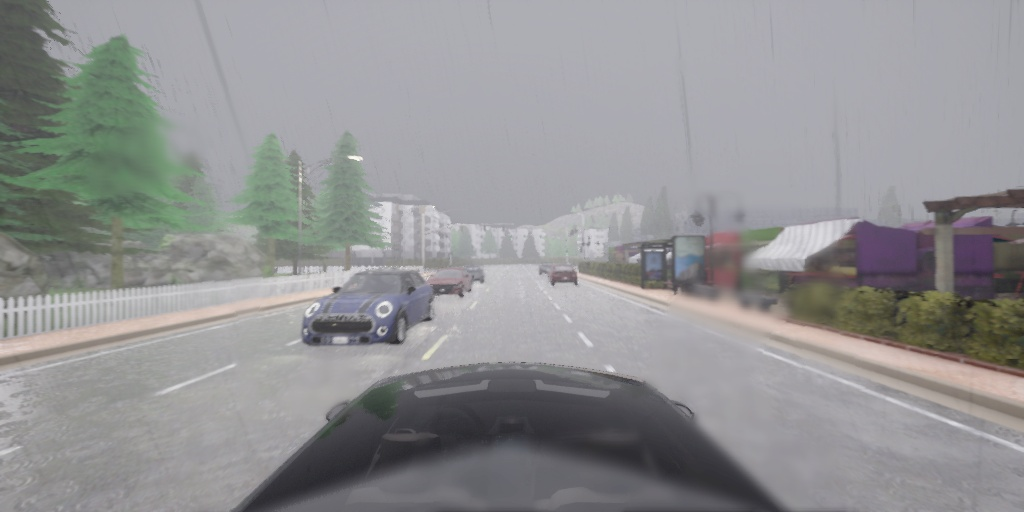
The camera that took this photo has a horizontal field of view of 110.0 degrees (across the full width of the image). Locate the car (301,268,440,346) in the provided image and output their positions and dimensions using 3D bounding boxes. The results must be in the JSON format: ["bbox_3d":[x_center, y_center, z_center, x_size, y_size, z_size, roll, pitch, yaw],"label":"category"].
[{"bbox_3d":[-3.554,1.174,9.713,2.097,1.767,4.553,0,0,1],"label":"car"}]

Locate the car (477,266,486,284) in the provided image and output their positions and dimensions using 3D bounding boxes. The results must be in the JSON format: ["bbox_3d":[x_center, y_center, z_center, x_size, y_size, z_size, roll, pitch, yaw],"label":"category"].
[{"bbox_3d":[-3.255,1.517,29.591,1.994,1.385,4.181,0,0,0],"label":"car"}]

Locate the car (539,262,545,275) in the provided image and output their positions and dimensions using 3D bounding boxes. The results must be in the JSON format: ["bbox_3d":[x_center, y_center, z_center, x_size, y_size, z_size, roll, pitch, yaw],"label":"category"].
[{"bbox_3d":[4.235,1.498,43.507,2.128,1.511,4.902,0,0,5],"label":"car"}]

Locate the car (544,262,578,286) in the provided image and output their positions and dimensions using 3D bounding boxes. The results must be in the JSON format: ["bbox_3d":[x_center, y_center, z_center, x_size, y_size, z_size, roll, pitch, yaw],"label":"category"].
[{"bbox_3d":[3.765,1.378,27.301,1.882,1.535,5.008,0,0,1],"label":"car"}]

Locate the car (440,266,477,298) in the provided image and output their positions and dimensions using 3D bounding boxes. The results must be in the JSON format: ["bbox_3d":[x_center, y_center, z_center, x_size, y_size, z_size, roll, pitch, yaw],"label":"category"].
[{"bbox_3d":[-3.340,1.387,19.844,1.882,1.535,5.008,0,0,1],"label":"car"}]
